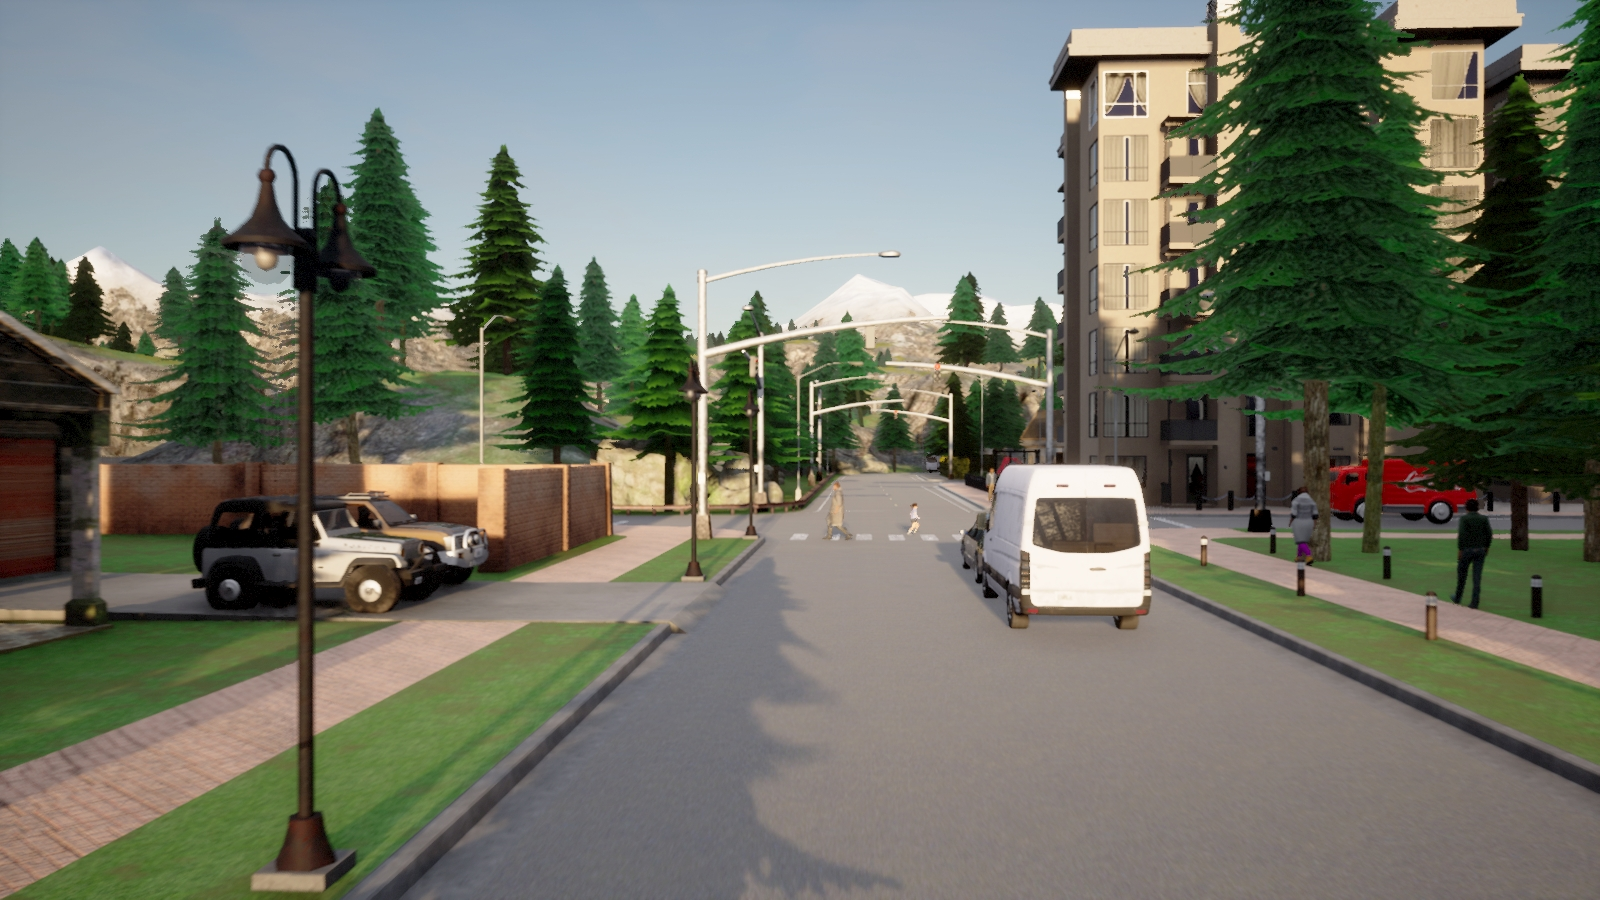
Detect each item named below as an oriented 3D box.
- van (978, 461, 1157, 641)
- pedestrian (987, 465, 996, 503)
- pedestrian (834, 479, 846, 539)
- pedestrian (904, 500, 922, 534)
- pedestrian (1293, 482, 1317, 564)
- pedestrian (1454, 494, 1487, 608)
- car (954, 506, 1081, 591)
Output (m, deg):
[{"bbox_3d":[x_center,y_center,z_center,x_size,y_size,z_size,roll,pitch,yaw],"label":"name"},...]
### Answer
[{"bbox_3d":[4.369,1.502,19.676,1.988,2.561,5.915,0,0,3],"label":"van"},{"bbox_3d":[9.483,1.693,56.596,0.375,1.860,0.375,0,0,2],"label":"pedestrian"},{"bbox_3d":[1.233,1.817,35.341,0.375,1.860,0.375,0,0,1],"label":"pedestrian"},{"bbox_3d":[3.724,2.201,37.684,0.500,1.100,0.500,0,0,-6],"label":"pedestrian"},{"bbox_3d":[11.609,1.665,26.266,0.375,1.860,0.375,0,0,1],"label":"pedestrian"},{"bbox_3d":[11.127,1.662,18.959,0.375,1.860,0.375,0,0,12],"label":"pedestrian"},{"bbox_3d":[4.655,2.073,25.239,2.033,1.411,5.357,0,0,3],"label":"car"}]
